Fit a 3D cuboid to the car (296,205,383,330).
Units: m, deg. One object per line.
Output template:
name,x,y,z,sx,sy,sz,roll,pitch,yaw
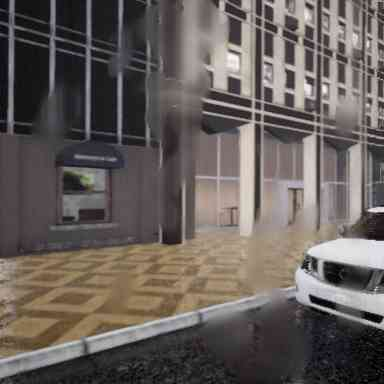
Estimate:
car,4.480,1.269,6.554,5.566,2.045,2.150,1,0,-35
